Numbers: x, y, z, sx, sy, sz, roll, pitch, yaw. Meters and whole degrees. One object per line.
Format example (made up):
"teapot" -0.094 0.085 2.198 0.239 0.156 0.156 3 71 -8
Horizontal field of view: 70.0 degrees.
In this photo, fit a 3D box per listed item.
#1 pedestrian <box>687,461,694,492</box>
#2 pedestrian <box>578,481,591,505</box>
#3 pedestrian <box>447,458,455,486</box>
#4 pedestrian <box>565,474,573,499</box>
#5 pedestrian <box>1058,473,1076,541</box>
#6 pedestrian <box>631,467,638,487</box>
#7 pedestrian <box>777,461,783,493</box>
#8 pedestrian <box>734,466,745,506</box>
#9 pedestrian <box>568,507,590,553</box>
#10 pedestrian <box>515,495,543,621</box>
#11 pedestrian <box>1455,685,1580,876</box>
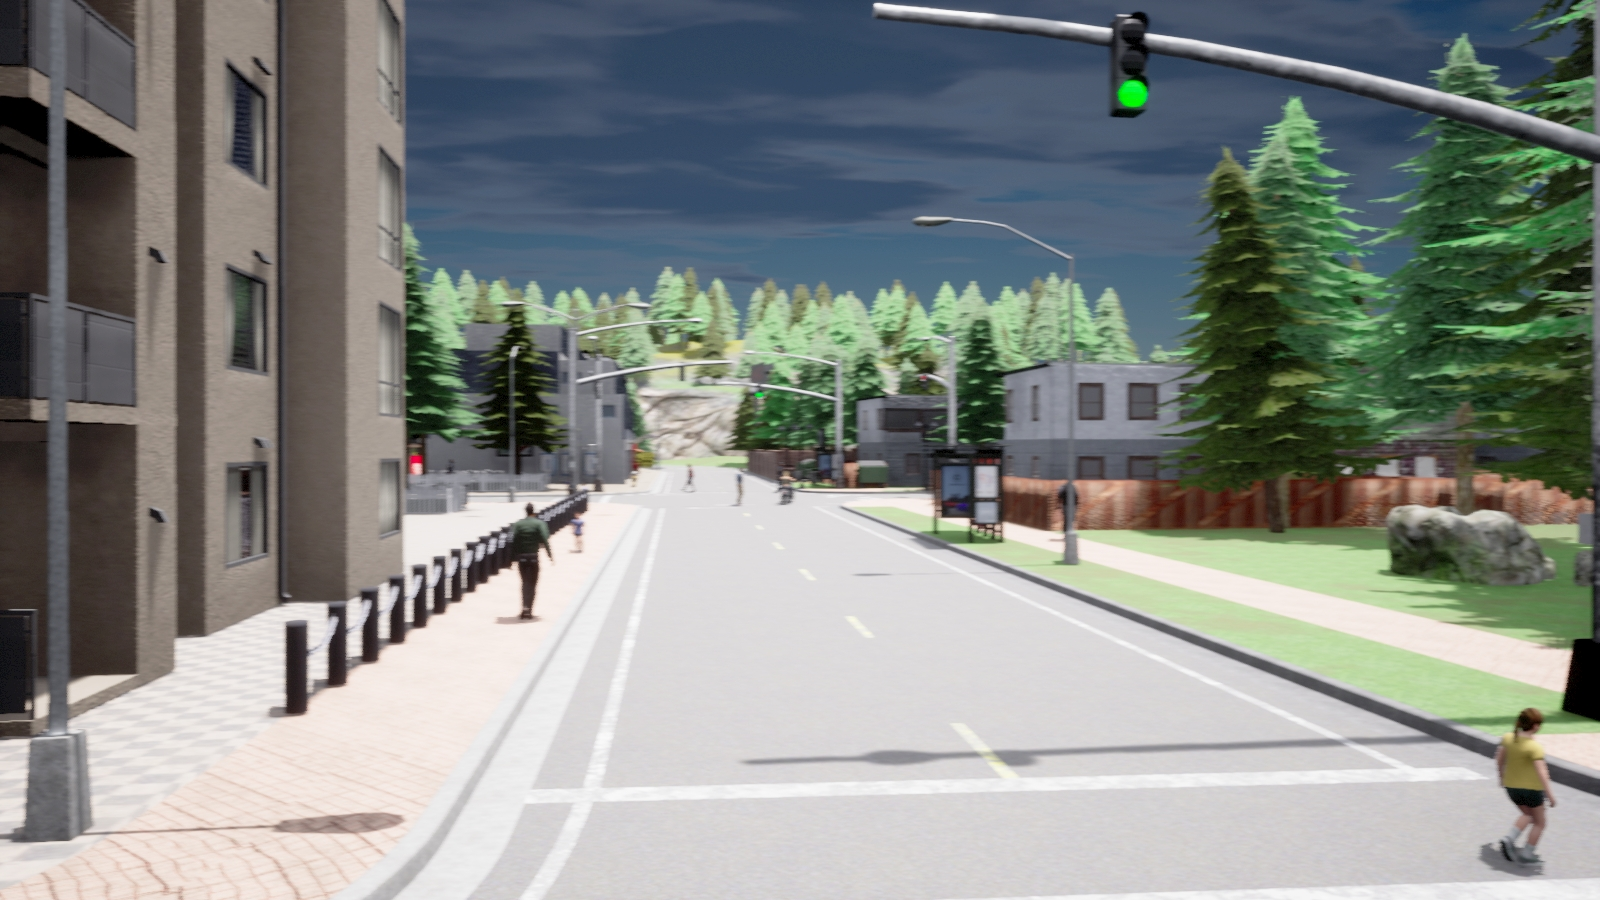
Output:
"pedestrian" -6.604 1.618 68.874 0.375 1.860 0.375 0 0 -11
"pedestrian" -10.323 2.058 54.663 0.500 1.100 0.500 0 0 -26
"pedestrian" -22.724 1.435 74.429 0.375 1.860 0.375 0 0 9
"pedestrian" -12.173 1.942 60.195 0.375 1.300 0.375 0 0 -20
"pedestrian" 7.422 1.573 31.774 0.375 1.860 0.375 0 0 -8
"pedestrian" -10.765 1.731 74.261 0.375 1.300 0.375 0 0 -12
"pedestrian" -1.202 1.617 68.502 0.375 1.860 0.375 0 0 4
"pedestrian" -2.816 1.663 53.481 0.375 1.860 0.375 0 0 23
"pedestrian" -5.463 1.972 28.239 0.500 1.100 0.500 0 0 -8
"pedestrian" -4.092 1.623 17.248 0.375 1.860 0.375 0 0 -7
"pedestrian" 4.775 2.180 7.622 0.500 1.100 0.500 0 0 -15
